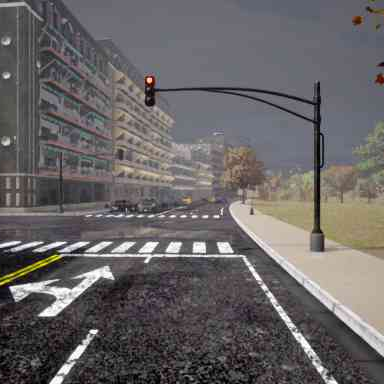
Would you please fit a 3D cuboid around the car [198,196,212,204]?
[{"bbox_3d":[2.509,1.728,69.124,2.128,1.511,4.902,0,0,9],"label":"car"}]

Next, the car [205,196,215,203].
[{"bbox_3d":[4.335,1.730,79.323,1.882,1.535,5.008,0,0,12],"label":"car"}]

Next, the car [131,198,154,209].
[{"bbox_3d":[-7.045,1.672,48.075,2.033,1.411,5.357,0,0,6],"label":"car"}]

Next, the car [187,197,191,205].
[{"bbox_3d":[-1.358,1.691,65.569,1.882,1.535,5.008,0,0,9],"label":"car"}]

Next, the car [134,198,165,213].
[{"bbox_3d":[-4.793,1.433,38.154,2.097,1.767,4.553,0,0,5],"label":"car"}]

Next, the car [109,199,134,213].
[{"bbox_3d":[-8.037,1.586,38.379,1.837,1.490,4.892,0,0,5],"label":"car"}]

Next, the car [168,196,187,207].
[{"bbox_3d":[-2.670,1.713,56.674,2.033,1.411,5.357,0,0,8],"label":"car"}]

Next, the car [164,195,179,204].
[{"bbox_3d":[-4.211,1.579,68.281,2.097,1.767,4.553,0,0,9],"label":"car"}]

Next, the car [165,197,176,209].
[{"bbox_3d":[-3.892,1.722,47.101,1.895,1.301,4.718,0,0,7],"label":"car"}]

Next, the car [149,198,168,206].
[{"bbox_3d":[-5.738,1.719,58.147,2.033,1.411,5.357,0,0,8],"label":"car"}]

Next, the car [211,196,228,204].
[{"bbox_3d":[5.722,1.784,68.634,2.033,1.411,5.357,0,0,9],"label":"car"}]
